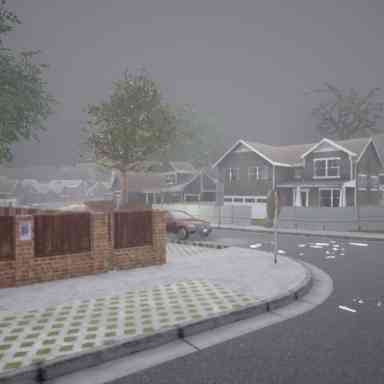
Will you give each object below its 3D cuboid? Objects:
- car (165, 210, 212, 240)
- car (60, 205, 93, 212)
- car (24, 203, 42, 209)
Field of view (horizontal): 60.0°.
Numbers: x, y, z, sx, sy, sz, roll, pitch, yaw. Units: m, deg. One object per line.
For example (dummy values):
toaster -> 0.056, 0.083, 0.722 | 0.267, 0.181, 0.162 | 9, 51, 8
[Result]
car -> -1.031, 1.714, 18.462 | 4.674, 1.442, 1.812 | -1, -1, 43
car -> -9.273, 1.807, 26.961 | 1.882, 1.535, 5.008 | 1, -1, -40
car -> -19.994, 2.085, 41.687 | 1.812, 1.442, 4.674 | 1, -1, -31
